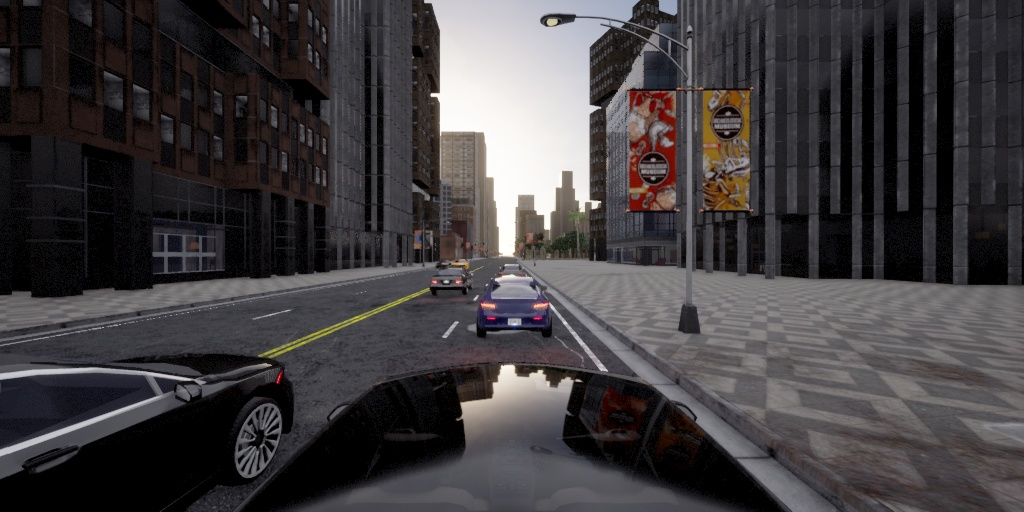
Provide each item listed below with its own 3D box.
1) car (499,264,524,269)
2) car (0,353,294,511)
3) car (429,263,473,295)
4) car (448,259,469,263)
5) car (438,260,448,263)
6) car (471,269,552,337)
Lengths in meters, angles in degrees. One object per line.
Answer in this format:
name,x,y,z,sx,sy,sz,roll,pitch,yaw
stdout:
car,-0.024,1.306,26.840,1.994,1.385,4.181,0,0,0
car,-3.149,1.242,1.731,2.128,1.511,4.902,0,0,0
car,-3.230,1.292,19.769,2.033,1.411,5.357,0,0,-2
car,-6.812,1.183,47.632,1.882,1.535,5.008,0,0,0
car,-10.061,1.236,53.411,2.033,1.411,5.357,0,0,0
car,0.048,1.274,10.151,1.812,1.442,4.674,0,0,0
